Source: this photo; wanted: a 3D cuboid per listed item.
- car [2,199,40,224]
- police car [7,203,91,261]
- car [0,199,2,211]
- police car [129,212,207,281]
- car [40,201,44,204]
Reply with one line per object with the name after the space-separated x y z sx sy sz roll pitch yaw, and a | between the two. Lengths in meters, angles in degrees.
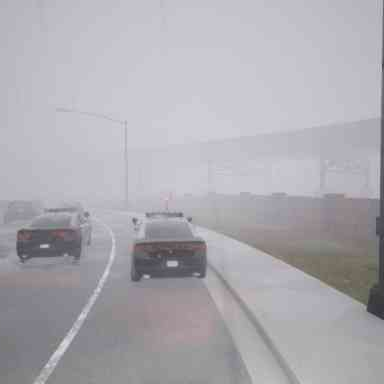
-13.231 1.422 25.848 2.097 1.767 4.553 -1 0 -26 | car
-4.961 1.437 12.572 1.930 1.638 5.238 0 0 -11 | police car
-22.475 1.656 39.202 1.837 1.490 4.892 -1 0 -42 | car
-0.852 1.422 10.087 1.930 1.638 5.238 0 0 -9 | police car
-20.357 1.590 42.036 1.882 1.535 5.008 -1 0 -43 | car
